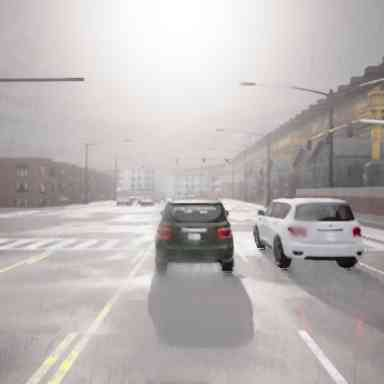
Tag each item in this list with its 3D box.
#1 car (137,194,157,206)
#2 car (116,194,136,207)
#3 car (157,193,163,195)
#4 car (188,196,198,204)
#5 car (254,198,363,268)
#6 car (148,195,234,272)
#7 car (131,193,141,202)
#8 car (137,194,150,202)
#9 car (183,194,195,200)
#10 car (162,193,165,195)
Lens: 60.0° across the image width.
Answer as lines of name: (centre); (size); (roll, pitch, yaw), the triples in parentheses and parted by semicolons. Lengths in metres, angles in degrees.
car: (-7.037, 1.507, 53.307); (2.033, 1.411, 5.357); (0, 0, 0)
car: (-10.534, 1.486, 52.090); (1.812, 1.442, 4.674); (0, 0, 0)
car: (-6.965, 1.478, 62.585); (1.812, 1.442, 4.674); (0, 0, 0)
car: (0.143, 1.455, 63.587); (1.837, 1.490, 4.892); (0, 0, 0)
car: (3.595, 1.211, 11.312); (2.150, 2.045, 5.566); (0, 0, 0)
car: (0.087, 1.211, 10.943); (2.150, 2.045, 5.566); (0, 0, 1)
car: (-10.471, 1.174, 61.756); (2.150, 2.045, 5.566); (0, 0, 1)
car: (-10.442, 1.300, 71.841); (2.097, 1.767, 4.553); (0, 0, 0)
car: (-0.805, 1.453, 91.661); (2.128, 1.511, 4.902); (0, 0, -14)
car: (-6.941, 1.169, 73.199); (2.150, 2.045, 5.566); (0, 0, 0)
